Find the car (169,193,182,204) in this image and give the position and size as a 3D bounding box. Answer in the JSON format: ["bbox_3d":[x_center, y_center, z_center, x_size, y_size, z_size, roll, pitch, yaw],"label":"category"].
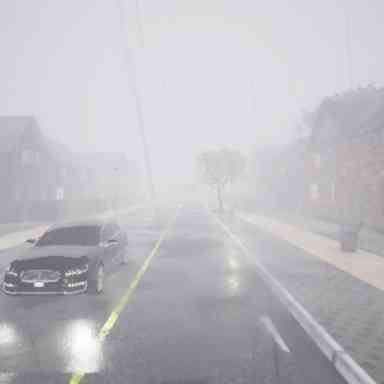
[{"bbox_3d":[-3.008,1.220,62.111,2.150,2.045,5.566,0,0,0],"label":"car"}]

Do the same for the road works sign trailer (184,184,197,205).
[{"bbox_3d":[-0.247,0.434,60.202,2.380,3.560,2.880,-1,0,0],"label":"road works sign trailer"}]

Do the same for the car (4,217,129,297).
[{"bbox_3d":[-2.875,1.476,8.653,1.837,1.490,4.892,0,0,0],"label":"car"}]
